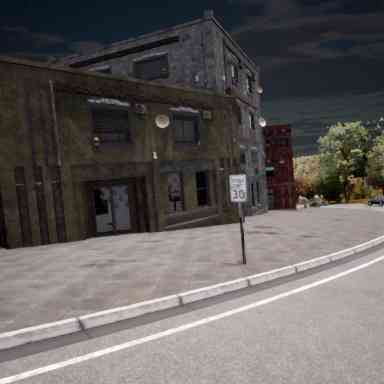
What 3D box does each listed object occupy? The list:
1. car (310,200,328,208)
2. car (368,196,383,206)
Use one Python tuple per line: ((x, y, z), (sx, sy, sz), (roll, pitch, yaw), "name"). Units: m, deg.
((24.811, 2.327, 65.173), (1.994, 1.385, 4.181), (-5, -2, -7), "car")
((28.978, 1.393, 51.147), (2.128, 1.511, 4.902), (-5, -2, -1), "car")
